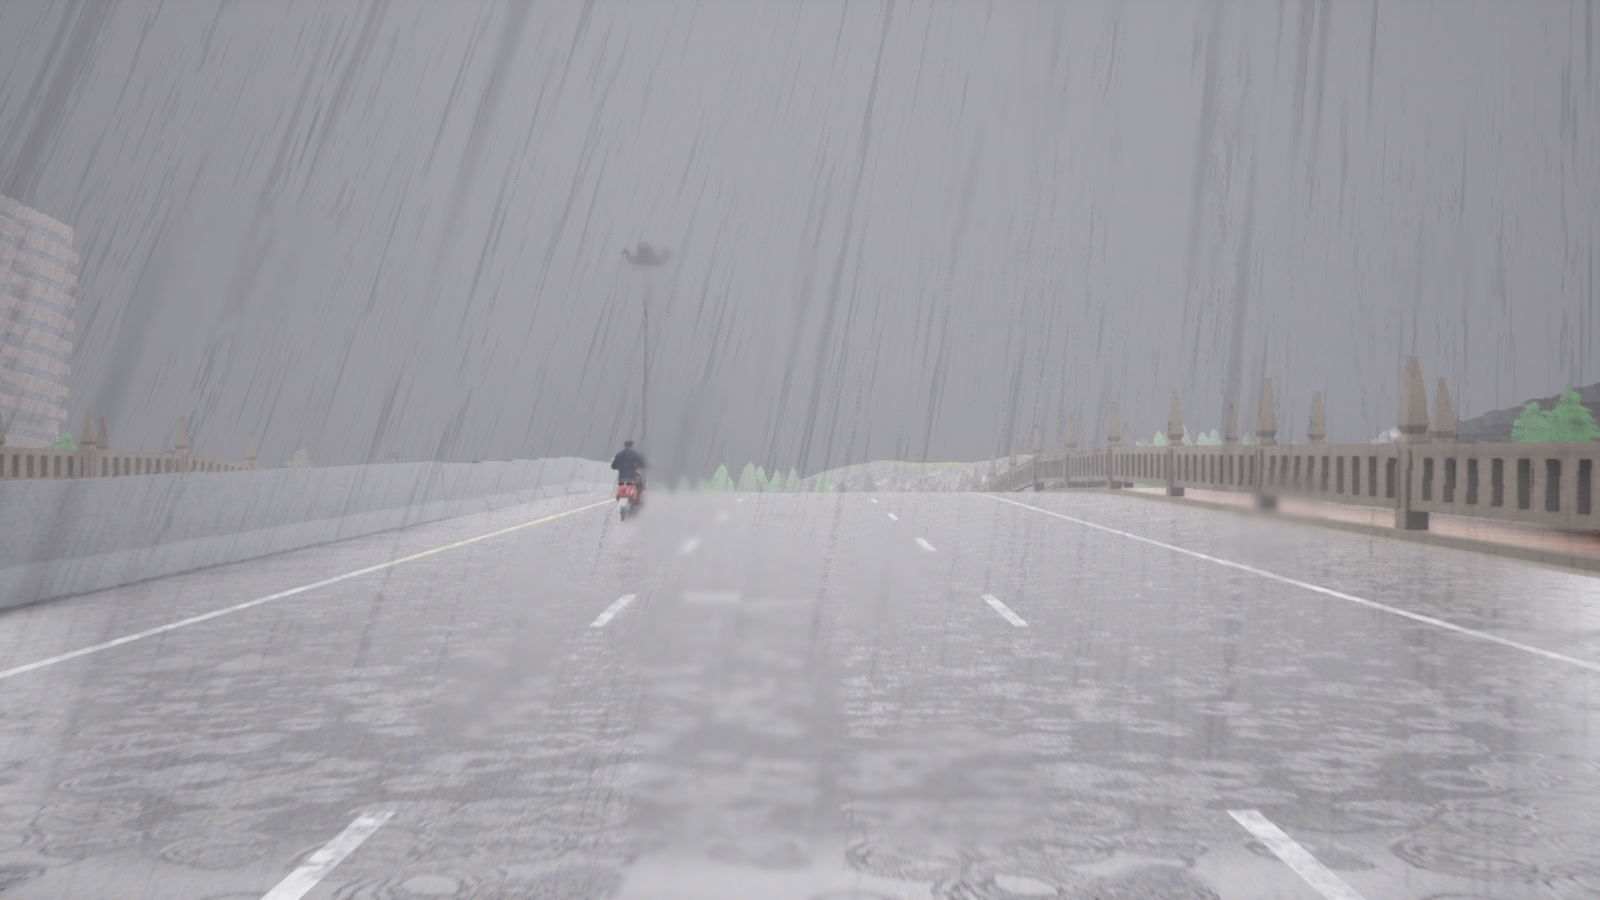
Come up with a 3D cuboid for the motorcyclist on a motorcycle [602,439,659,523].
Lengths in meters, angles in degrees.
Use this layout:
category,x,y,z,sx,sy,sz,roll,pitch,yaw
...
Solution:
category,x,y,z,sx,sy,sz,roll,pitch,yaw
motorcyclist on a motorcycle,-3.340,0.593,24.908,0.866,1.590,1.817,0,0,0
